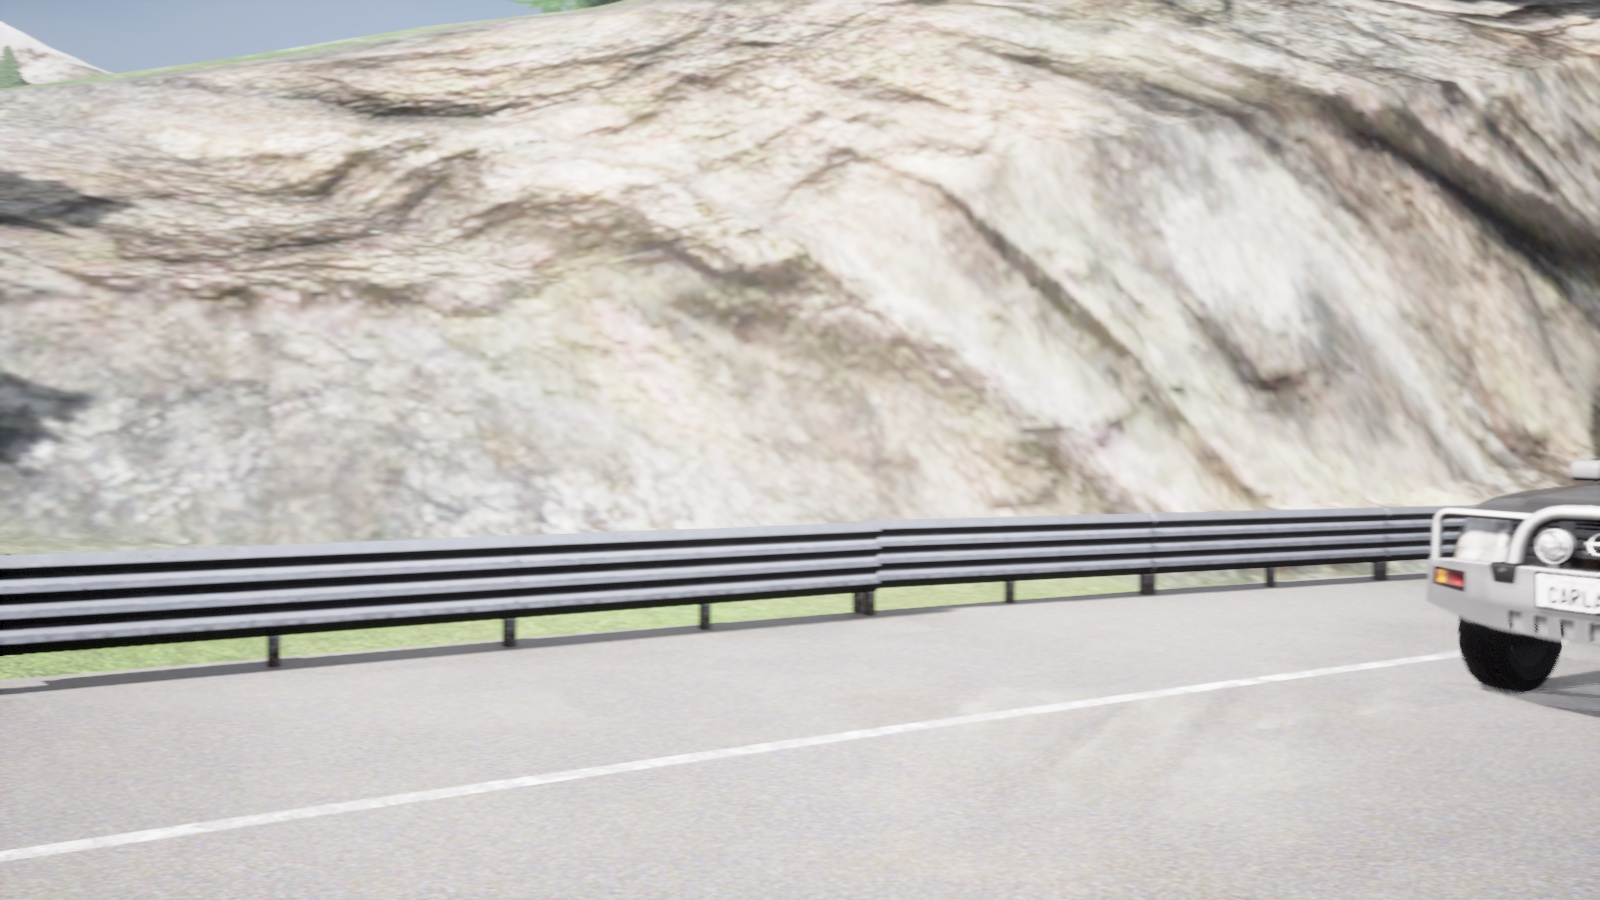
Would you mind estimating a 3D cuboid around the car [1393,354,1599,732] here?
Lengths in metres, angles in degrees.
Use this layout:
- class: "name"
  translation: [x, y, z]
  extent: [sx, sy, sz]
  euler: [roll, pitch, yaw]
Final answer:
- class: "car"
  translation: [5.857, 0.416, 7.415]
  extent: [4.605, 1.855, 1.932]
  euler: [-1, 1, -29]
